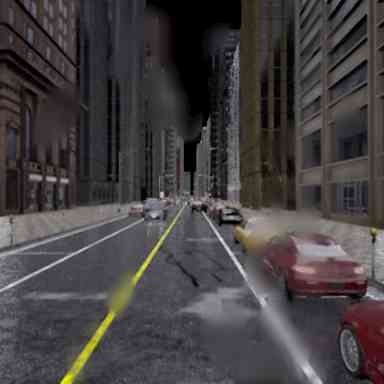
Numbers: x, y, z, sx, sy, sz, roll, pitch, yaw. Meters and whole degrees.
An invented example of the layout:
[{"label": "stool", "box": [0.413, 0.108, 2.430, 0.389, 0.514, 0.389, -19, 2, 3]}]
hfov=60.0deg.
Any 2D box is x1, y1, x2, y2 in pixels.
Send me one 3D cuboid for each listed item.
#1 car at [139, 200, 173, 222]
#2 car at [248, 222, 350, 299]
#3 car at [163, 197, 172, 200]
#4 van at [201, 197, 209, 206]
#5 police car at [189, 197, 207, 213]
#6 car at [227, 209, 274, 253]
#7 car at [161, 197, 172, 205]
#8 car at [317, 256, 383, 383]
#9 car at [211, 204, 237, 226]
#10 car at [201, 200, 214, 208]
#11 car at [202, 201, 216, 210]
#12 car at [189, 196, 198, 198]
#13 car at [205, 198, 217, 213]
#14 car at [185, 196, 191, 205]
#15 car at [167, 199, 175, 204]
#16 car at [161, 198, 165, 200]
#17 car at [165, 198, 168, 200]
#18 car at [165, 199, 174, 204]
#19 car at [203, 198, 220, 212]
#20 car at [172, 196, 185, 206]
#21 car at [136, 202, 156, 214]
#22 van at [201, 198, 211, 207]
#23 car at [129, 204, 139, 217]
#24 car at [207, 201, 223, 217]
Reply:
[{"label": "car", "box": [-3.125, 1.787, 29.832, 2.128, 1.511, 4.902, 0, -1, 0]}, {"label": "car", "box": [2.755, 1.663, 8.371, 1.802, 1.307, 4.206, 0, -1, 0]}, {"label": "car", "box": [-5.831, 2.287, 70.148, 1.802, 1.307, 4.206, 0, -1, 0]}, {"label": "van", "box": [2.694, 2.046, 70.177, 1.690, 1.788, 3.998, 0, -1, 0]}, {"label": "police car", "box": [0.858, 1.860, 43.633, 1.930, 1.638, 5.238, 0, -1, 0]}, {"label": "car", "box": [2.749, 1.663, 14.160, 1.752, 1.417, 4.829, 0, -1, 0]}, {"label": "car", "box": [-5.837, 2.078, 75.769, 2.192, 1.841, 5.009, 0, -1, 0]}, {"label": "car", "box": [2.761, 1.610, 2.753, 1.802, 1.307, 4.206, 0, -1, 0]}, {"label": "car", "box": [2.738, 1.815, 25.227, 1.947, 1.339, 4.313, 0, -1, 0]}, {"label": "car", "box": [2.705, 2.141, 58.938, 2.008, 1.369, 4.403, 0, -1, 0]}, {"label": "car", "box": [2.711, 2.099, 53.319, 1.947, 1.339, 4.313, 0, -1, 0]}, {"label": "car", "box": [0.795, 2.054, 59.712, 1.801, 1.575, 5.366, 0, -1, 0]}, {"label": "car", "box": [2.727, 1.802, 36.465, 1.967, 1.590, 4.097, 0, -1, 0]}, {"label": "car", "box": [-0.075, 2.310, 77.418, 1.994, 1.385, 4.181, 0, -1, 0]}, {"label": "car", "box": [-5.853, 2.521, 92.620, 1.802, 1.307, 4.206, 0, -1, 0]}, {"label": "car", "box": [-5.814, 2.077, 53.294, 1.887, 1.381, 4.507, 0, -1, 0]}, {"label": "car", "box": [-5.820, 2.156, 58.913, 1.947, 1.339, 4.313, 0, -1, 0]}, {"label": "car", "box": [-5.848, 2.425, 87.003, 1.887, 1.381, 4.507, 0, -1, 0]}, {"label": "car", "box": [2.716, 1.791, 47.703, 2.192, 1.841, 5.009, 0, -1, 0]}, {"label": "car", "box": [-3.069, 2.235, 71.201, 2.128, 1.511, 4.902, 0, -1, 0]}, {"label": "car", "box": [-5.803, 1.985, 42.058, 1.947, 1.339, 4.313, 0, -1, 0]}, {"label": "van", "box": [2.699, 1.989, 64.559, 1.690, 1.788, 3.998, 0, -1, 0]}, {"label": "car", "box": [-5.798, 1.944, 36.440, 1.802, 1.307, 4.206, 0, -1, 0]}, {"label": "car", "box": [2.733, 1.850, 30.845, 1.887, 1.381, 4.507, 0, -1, 0]}]
